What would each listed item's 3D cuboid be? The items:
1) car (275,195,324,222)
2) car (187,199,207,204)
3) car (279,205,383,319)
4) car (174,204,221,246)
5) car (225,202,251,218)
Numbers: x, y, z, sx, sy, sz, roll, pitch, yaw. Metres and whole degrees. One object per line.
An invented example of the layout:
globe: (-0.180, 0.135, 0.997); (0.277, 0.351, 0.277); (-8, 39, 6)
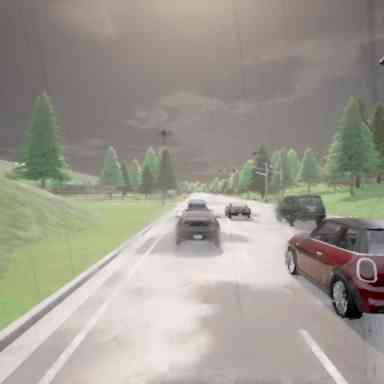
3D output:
car: (7.367, 1.206, 23.032); (2.150, 2.045, 5.566); (0, 0, 1)
car: (0.495, 1.444, 32.689); (1.882, 1.535, 5.008); (0, 0, 1)
car: (3.671, 1.349, 7.517); (2.097, 1.767, 4.553); (0, 0, 0)
car: (0.260, 1.488, 15.103); (1.837, 1.490, 4.892); (0, 0, 1)
car: (3.951, 1.575, 29.339); (1.895, 1.301, 4.718); (0, 0, 1)
